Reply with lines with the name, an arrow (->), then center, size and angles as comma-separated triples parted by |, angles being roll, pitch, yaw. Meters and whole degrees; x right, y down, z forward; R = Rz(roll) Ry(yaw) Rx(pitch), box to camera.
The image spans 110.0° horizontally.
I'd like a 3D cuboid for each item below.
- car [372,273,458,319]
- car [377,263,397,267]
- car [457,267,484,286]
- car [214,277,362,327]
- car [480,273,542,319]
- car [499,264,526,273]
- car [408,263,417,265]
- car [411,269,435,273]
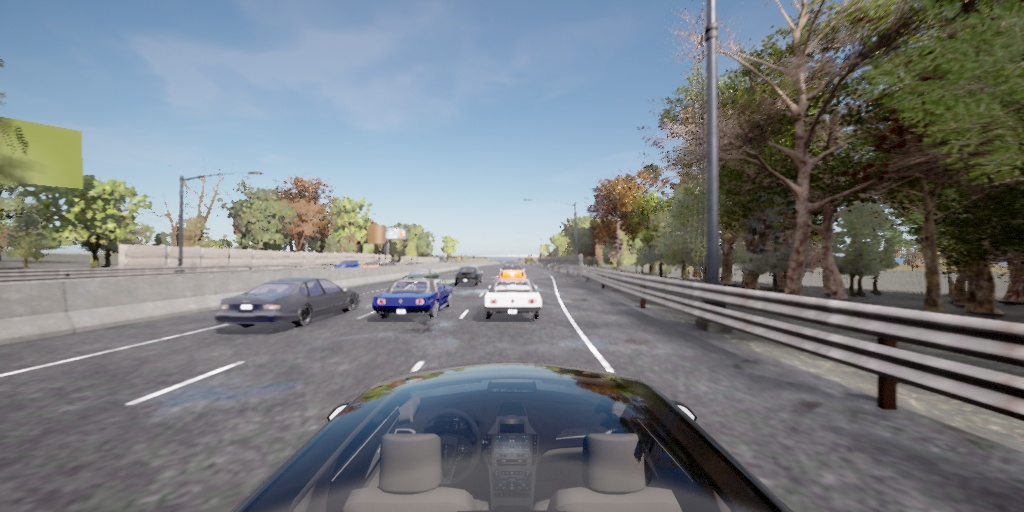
car -> -3.462, 1.492, 13.513 | 1.895, 1.301, 4.718 | 0, -1, 0
car -> -21.035, 2.012, 61.811 | 1.837, 1.490, 4.892 | 0, -1, 1
car -> -3.459, 1.589, 29.146 | 1.837, 1.490, 4.892 | 0, 0, 0
car -> -6.974, 1.420, 11.950 | 2.033, 1.411, 5.357 | 0, -1, 1
car -> 0.038, 1.492, 13.517 | 1.895, 1.301, 4.718 | 0, -1, 0
car -> 0.040, 1.433, 29.041 | 2.097, 1.767, 4.553 | 0, -1, 0
car -> -17.540, 2.015, 61.971 | 1.837, 1.490, 4.892 | 0, -1, 1
car -> -6.965, 1.676, 28.515 | 1.895, 1.301, 4.718 | 0, -1, 0
